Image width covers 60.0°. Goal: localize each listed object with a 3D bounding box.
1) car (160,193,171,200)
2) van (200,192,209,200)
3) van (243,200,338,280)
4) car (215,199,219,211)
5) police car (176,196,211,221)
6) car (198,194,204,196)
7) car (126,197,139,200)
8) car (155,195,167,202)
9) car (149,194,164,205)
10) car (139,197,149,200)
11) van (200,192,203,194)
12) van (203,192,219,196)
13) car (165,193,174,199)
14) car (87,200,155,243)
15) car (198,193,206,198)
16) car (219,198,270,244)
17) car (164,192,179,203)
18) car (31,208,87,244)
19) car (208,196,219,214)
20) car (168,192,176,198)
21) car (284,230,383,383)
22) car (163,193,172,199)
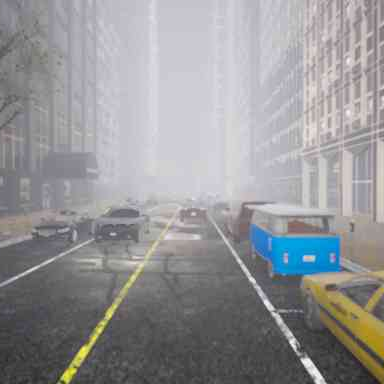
[{"bbox_3d":[-5.691,1.023,72.176,1.887,1.381,4.507,0,0,0],"label":"car"},{"bbox_3d":[2.689,0.819,72.174,1.690,1.788,3.998,0,0,0],"label":"van"},{"bbox_3d":[2.687,1.281,9.491,1.690,1.788,3.998,0,0,0],"label":"van"},{"bbox_3d":[2.688,1.391,21.059,1.752,1.417,4.829,0,0,0],"label":"car"},{"bbox_3d":[0.100,1.341,25.595,2.038,1.542,4.974,0,1,0],"label":"police car"},{"bbox_3d":[0.101,1.285,41.329,1.994,1.385,4.181,0,0,0],"label":"car"},{"bbox_3d":[-5.693,1.354,26.420,1.752,1.417,4.829,0,0,0],"label":"car"},{"bbox_3d":[-5.691,1.151,60.780,1.802,1.307,4.206,0,0,0],"label":"car"},{"bbox_3d":[-5.692,1.225,49.383,1.947,1.339,4.313,0,0,0],"label":"car"},{"bbox_3d":[-5.693,1.227,32.289,1.967,1.590,4.097,0,0,0],"label":"car"},{"bbox_3d":[2.689,0.865,66.474,1.690,1.788,3.998,0,0,0],"label":"van"},{"bbox_3d":[2.689,1.044,43.682,1.690,1.788,3.998,0,0,0],"label":"van"},{"bbox_3d":[-5.691,0.934,83.572,2.008,1.369,4.403,0,0,0],"label":"car"},{"bbox_3d":[-3.100,1.378,15.614,1.882,1.535,5.008,0,0,0],"label":"car"},{"bbox_3d":[2.690,0.900,89.271,1.947,1.339,4.313,0,0,0],"label":"car"},{"bbox_3d":[2.687,1.218,15.189,2.192,1.841,5.009,0,0,0],"label":"car"},{"bbox_3d":[-3.064,1.099,55.885,2.128,1.511,4.902,0,0,0],"label":"car"},{"bbox_3d":[-5.693,1.454,15.194,2.008,1.369,4.403,0,0,0],"label":"car"},{"bbox_3d":[2.689,1.338,32.289,2.008,1.369,4.403,0,0,0],"label":"car"},{"bbox_3d":[-5.691,0.725,94.968,1.967,1.590,4.097,0,0,0],"label":"car"},{"bbox_3d":[2.687,1.500,3.964,1.752,1.417,4.829,0,0,0],"label":"car"},{"bbox_3d":[-5.691,1.014,77.875,1.802,1.307,4.206,0,0,0],"label":"car"}]
